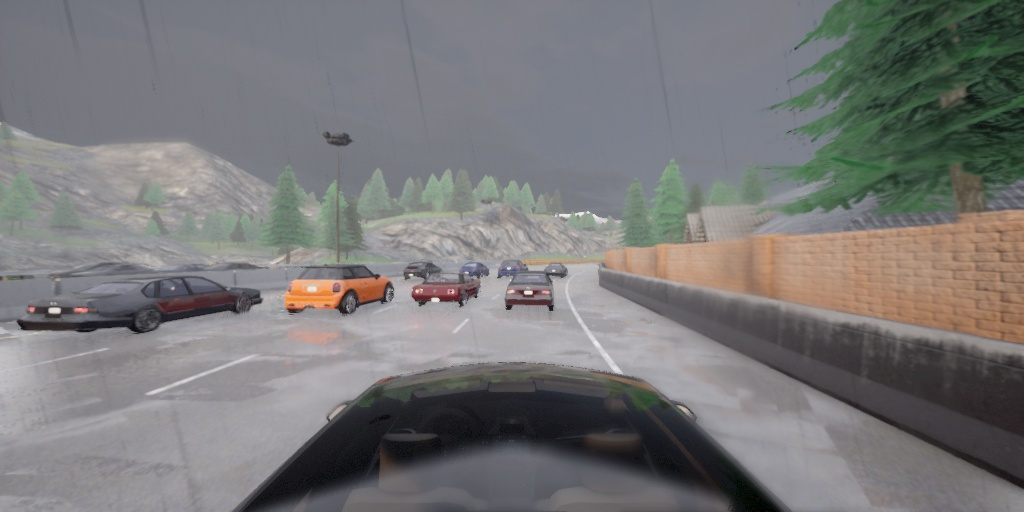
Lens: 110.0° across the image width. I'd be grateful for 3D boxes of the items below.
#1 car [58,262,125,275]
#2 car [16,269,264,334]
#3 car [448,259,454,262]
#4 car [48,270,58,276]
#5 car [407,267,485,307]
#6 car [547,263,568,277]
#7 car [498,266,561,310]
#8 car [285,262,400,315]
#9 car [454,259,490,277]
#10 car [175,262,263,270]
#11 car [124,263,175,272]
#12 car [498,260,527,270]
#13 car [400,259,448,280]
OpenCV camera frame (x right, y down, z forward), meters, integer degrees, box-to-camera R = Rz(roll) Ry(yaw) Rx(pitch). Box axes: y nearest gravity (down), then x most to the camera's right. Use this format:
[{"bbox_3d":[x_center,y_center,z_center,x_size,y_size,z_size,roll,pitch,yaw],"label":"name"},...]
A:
[{"bbox_3d":[-26.420,1.241,23.922,1.994,1.385,4.181,0,0,8],"label":"car"},{"bbox_3d":[-10.056,1.270,10.514,2.033,1.411,5.357,0,0,4],"label":"car"},{"bbox_3d":[-8.784,1.255,63.100,1.812,1.442,4.674,0,0,22],"label":"car"},{"bbox_3d":[-29.692,1.172,25.828,1.837,1.490,4.892,0,0,8],"label":"car"},{"bbox_3d":[-2.614,1.345,15.481,1.895,1.301,4.718,0,0,6],"label":"car"},{"bbox_3d":[4.321,1.329,35.040,1.994,1.385,4.181,0,0,14],"label":"car"},{"bbox_3d":[0.811,1.301,14.782,2.033,1.411,5.357,0,0,6],"label":"car"},{"bbox_3d":[-6.263,1.085,13.638,2.097,1.767,4.553,0,0,4],"label":"car"},{"bbox_3d":[-3.405,1.269,32.773,1.812,1.442,4.674,0,0,12],"label":"car"},{"bbox_3d":[-19.315,1.202,24.363,1.837,1.490,4.892,0,0,9],"label":"car"},{"bbox_3d":[-22.783,1.235,25.014,2.033,1.411,5.357,0,0,8],"label":"car"},{"bbox_3d":[0.175,1.105,32.663,2.097,1.767,4.553,0,0,12],"label":"car"},{"bbox_3d":[-7.443,1.236,30.403,1.837,1.490,4.892,0,0,11],"label":"car"}]
